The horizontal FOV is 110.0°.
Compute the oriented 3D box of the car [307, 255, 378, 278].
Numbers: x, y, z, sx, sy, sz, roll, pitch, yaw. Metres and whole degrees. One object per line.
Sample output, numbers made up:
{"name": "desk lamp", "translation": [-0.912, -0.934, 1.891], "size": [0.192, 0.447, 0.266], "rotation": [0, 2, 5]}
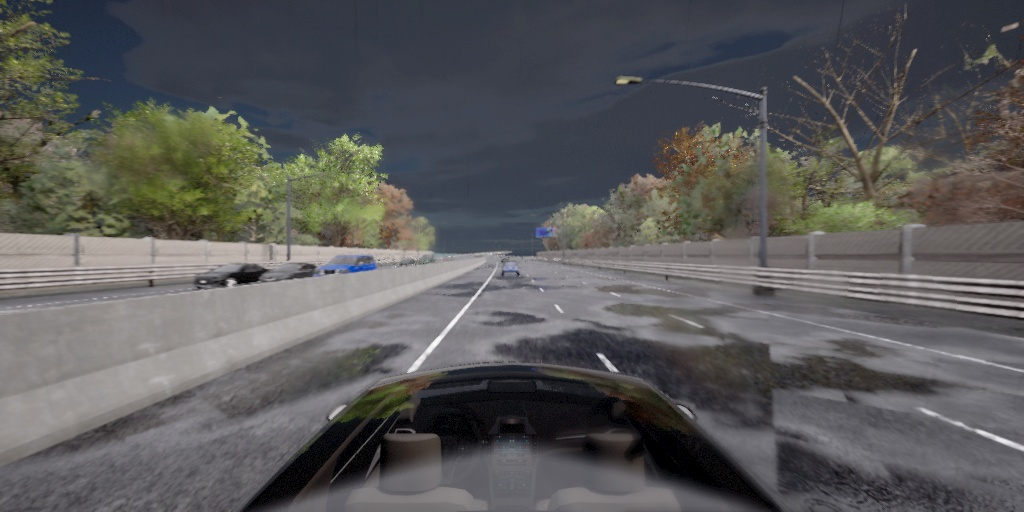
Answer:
{"name": "car", "translation": [-10.655, 0.930, 23.545], "size": [2.150, 2.045, 5.566], "rotation": [0, 0, 0]}

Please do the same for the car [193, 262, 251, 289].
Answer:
{"name": "car", "translation": [-17.650, 1.193, 22.958], "size": [1.882, 1.535, 5.008], "rotation": [0, 0, 0]}

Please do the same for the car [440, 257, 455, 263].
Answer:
{"name": "car", "translation": [-11.415, 0.937, 63.820], "size": [2.097, 1.767, 4.553], "rotation": [0, 0, -1]}

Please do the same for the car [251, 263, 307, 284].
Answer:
{"name": "car", "translation": [-14.153, 1.217, 23.350], "size": [1.837, 1.490, 4.892], "rotation": [0, 0, 0]}

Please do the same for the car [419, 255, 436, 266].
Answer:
{"name": "car", "translation": [-14.902, 0.812, 63.555], "size": [2.150, 2.045, 5.566], "rotation": [0, 0, -2]}

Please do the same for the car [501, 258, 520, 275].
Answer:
{"name": "car", "translation": [-0.173, 1.205, 37.153], "size": [2.033, 1.411, 5.357], "rotation": [0, 0, -1]}
